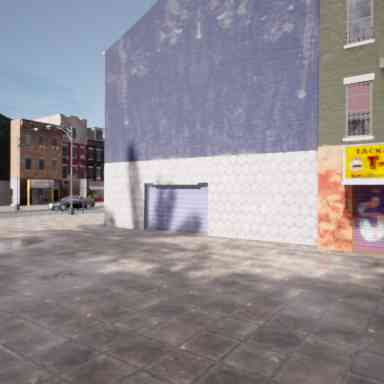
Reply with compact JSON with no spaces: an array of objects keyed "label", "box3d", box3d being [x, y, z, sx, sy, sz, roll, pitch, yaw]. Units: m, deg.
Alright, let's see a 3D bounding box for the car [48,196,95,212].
[{"label":"car","box3d":[-12.369,1.175,34.426,2.128,1.511,4.902,1,1,36]}]
